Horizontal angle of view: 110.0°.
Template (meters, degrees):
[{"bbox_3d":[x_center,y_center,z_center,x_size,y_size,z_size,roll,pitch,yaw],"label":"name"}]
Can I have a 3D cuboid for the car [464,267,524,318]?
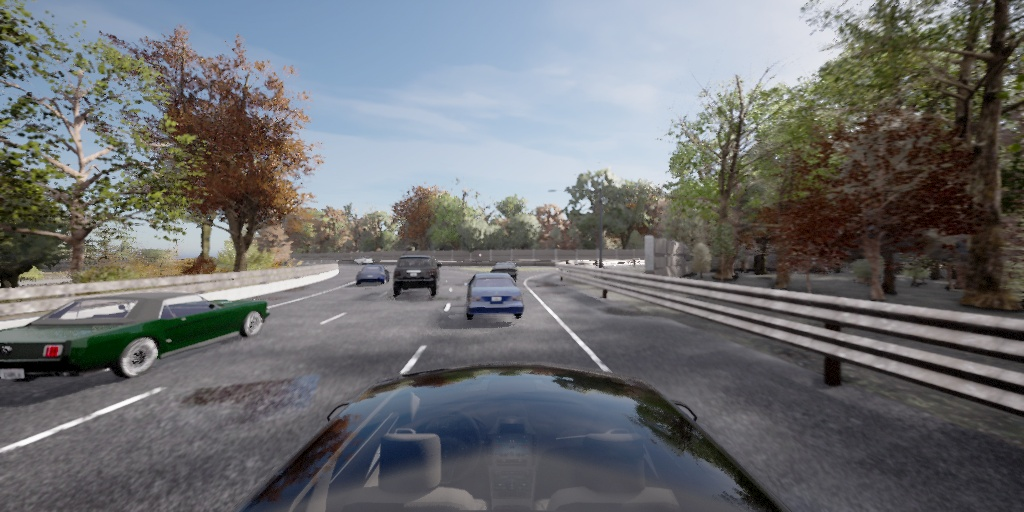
[{"bbox_3d":[-0.737,1.297,12.950,2.033,1.411,5.357,0,0,-6],"label":"car"}]

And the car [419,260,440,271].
[{"bbox_3d":[-11.732,1.281,50.798,1.837,1.490,4.892,0,0,-25],"label":"car"}]

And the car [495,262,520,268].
[{"bbox_3d":[-0.455,1.222,27.200,1.882,1.535,5.008,0,0,3],"label":"car"}]

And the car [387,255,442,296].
[{"bbox_3d":[-5.155,0.984,19.835,2.150,2.045,5.566,0,0,-10],"label":"car"}]

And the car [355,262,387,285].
[{"bbox_3d":[-10.207,1.341,26.560,1.994,1.385,4.181,0,0,-14],"label":"car"}]

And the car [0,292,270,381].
[{"bbox_3d":[-7.174,1.373,7.271,1.895,1.301,4.718,0,0,-4],"label":"car"}]
